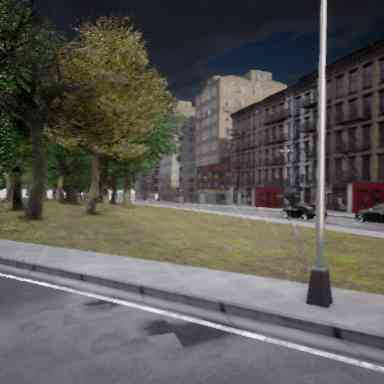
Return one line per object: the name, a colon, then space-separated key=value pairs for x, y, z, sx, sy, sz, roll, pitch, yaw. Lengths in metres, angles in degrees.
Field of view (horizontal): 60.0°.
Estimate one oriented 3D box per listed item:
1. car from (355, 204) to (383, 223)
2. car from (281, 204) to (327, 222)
car: x=15.270 y=1.699 z=26.385 sx=2.097 sy=1.767 sz=4.553 roll=0 pitch=0 yaw=-19
car: x=10.279 y=1.832 z=30.842 sx=1.882 sy=1.535 sz=5.008 roll=0 pitch=0 yaw=-19
